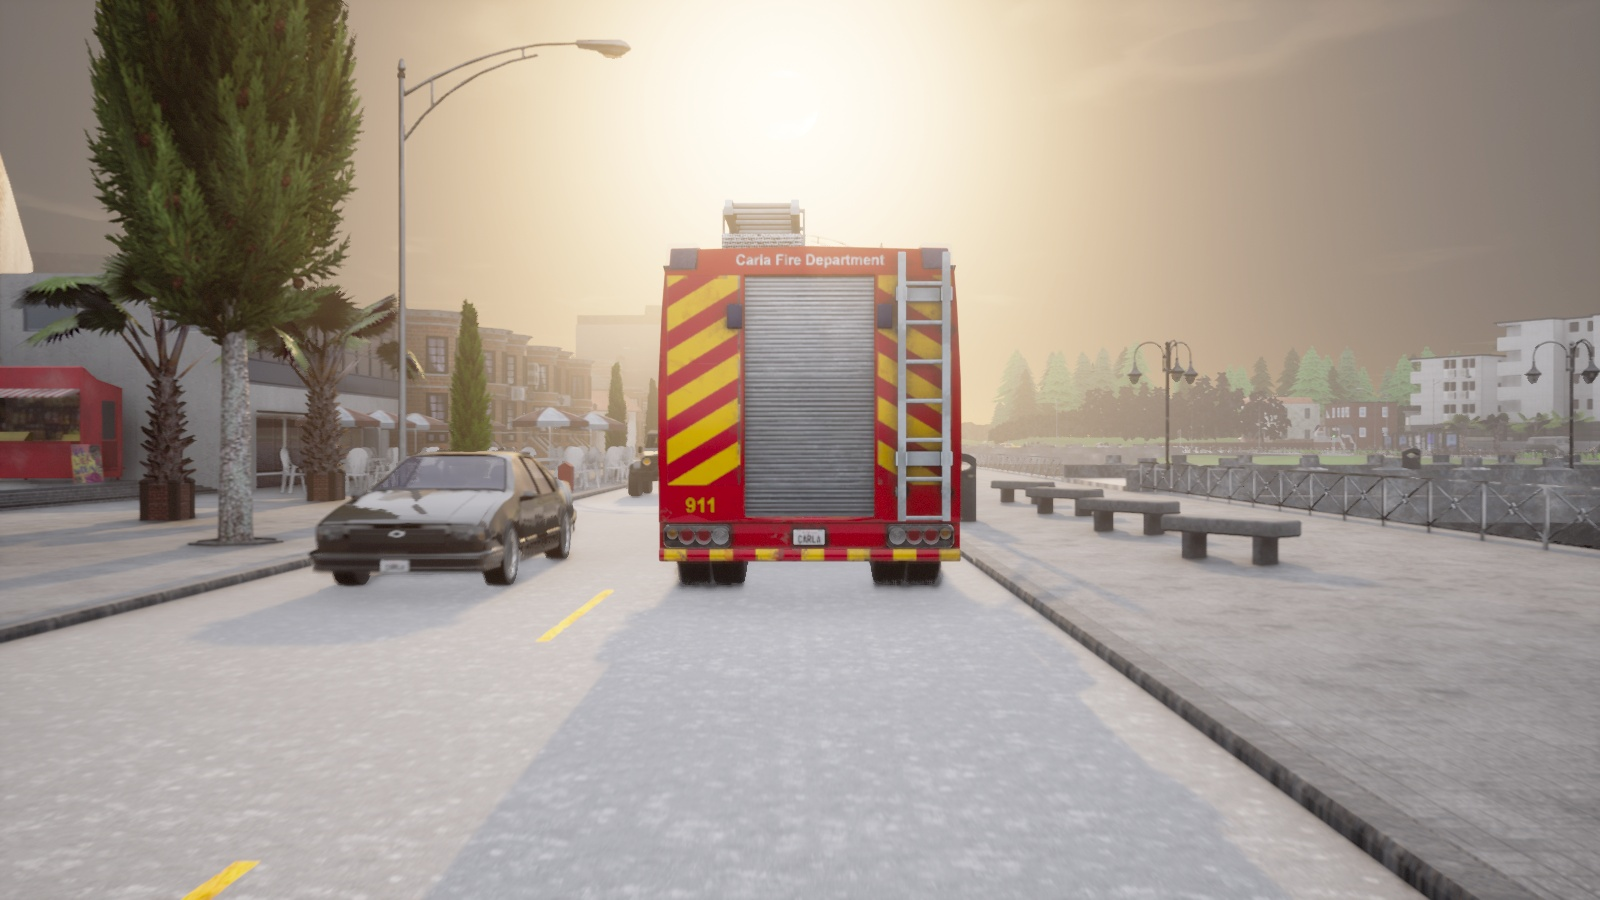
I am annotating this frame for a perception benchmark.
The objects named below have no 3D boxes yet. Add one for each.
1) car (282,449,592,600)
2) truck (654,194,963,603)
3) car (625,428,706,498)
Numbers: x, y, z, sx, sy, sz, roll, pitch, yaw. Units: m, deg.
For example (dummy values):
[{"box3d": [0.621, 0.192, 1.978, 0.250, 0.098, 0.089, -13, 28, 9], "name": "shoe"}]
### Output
[{"box3d": [-3.903, 0.708, 14.628, 2.033, 1.411, 5.357, 0, 0, 0], "name": "car"}, {"box3d": [0.104, -0.508, 16.000, 2.891, 3.827, 8.468, 0, 0, 0], "name": "truck"}, {"box3d": [-3.785, 0.337, 35.913, 1.905, 1.878, 3.866, 0, 0, 0], "name": "car"}]
